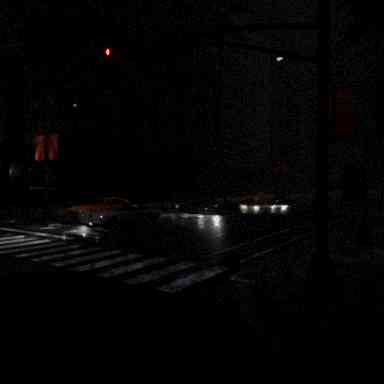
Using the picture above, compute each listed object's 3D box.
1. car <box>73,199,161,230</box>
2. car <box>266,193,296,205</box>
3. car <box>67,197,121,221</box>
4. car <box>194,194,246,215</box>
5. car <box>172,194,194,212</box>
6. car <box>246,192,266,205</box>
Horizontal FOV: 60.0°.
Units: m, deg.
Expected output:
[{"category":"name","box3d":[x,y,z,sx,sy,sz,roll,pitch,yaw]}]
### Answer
[{"category":"car","box3d":[-3.908,1.267,18.670,1.895,1.301,4.718,1,1,34]},{"category":"car","box3d":[11.018,0.843,40.177,1.994,1.385,4.181,1,1,35]},{"category":"car","box3d":[-5.746,1.094,21.748,1.882,1.535,5.008,1,1,34]},{"category":"car","box3d":[2.420,1.024,27.796,1.812,1.442,4.674,1,1,35]},{"category":"car","box3d":[0.130,0.953,30.217,2.128,1.511,4.902,1,1,35]},{"category":"car","box3d":[8.243,0.734,41.879,1.882,1.535,5.008,1,1,35]}]
